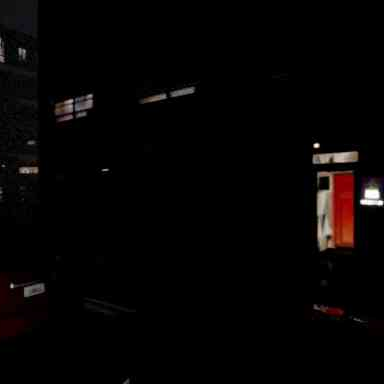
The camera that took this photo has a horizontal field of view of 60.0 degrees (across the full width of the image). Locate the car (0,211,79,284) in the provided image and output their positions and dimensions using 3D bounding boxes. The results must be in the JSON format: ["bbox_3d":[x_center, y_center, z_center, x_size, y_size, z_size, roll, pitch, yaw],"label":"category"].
[{"bbox_3d":[-3.984,1.376,5.707,5.009,1.841,2.192,-1,0,36],"label":"car"}]

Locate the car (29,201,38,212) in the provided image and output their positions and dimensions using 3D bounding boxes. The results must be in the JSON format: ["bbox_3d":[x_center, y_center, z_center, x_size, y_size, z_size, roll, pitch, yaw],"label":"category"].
[{"bbox_3d":[-9.957,1.569,26.064,1.947,1.339,4.313,1,1,35],"label":"car"}]

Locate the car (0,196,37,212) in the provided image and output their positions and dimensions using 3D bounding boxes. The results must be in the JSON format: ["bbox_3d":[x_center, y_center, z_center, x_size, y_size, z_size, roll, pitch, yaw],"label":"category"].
[{"bbox_3d":[-16.790,1.334,30.909,2.192,1.841,5.009,1,1,35],"label":"car"}]

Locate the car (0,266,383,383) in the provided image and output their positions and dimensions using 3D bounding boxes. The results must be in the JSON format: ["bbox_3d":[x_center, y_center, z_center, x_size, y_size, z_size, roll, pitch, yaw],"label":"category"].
[{"bbox_3d":[0.519,1.554,2.497,4.507,1.381,1.887,-1,0,36],"label":"car"}]
